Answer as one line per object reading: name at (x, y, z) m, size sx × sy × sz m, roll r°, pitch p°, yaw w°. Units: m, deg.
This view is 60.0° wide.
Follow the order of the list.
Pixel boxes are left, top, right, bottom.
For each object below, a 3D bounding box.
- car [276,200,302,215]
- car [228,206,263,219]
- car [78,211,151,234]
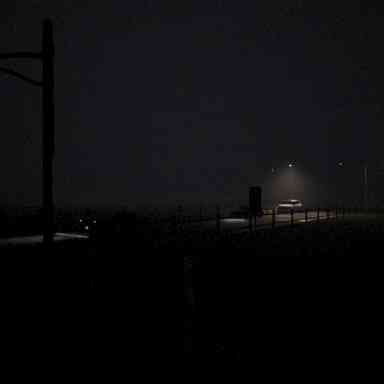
car at (14.013, 2.162, 47.913) m, size 2.150 × 2.045 × 5.566 m, roll 0°, pitch 0°, yaw 36°
car at (6.118, 2.233, 37.163) m, size 2.033 × 1.411 × 5.357 m, roll 0°, pitch -1°, yaw 36°
car at (-5.034, 1.924, 21.999) m, size 1.895 × 1.301 × 4.718 m, roll 0°, pitch -1°, yaw 38°
